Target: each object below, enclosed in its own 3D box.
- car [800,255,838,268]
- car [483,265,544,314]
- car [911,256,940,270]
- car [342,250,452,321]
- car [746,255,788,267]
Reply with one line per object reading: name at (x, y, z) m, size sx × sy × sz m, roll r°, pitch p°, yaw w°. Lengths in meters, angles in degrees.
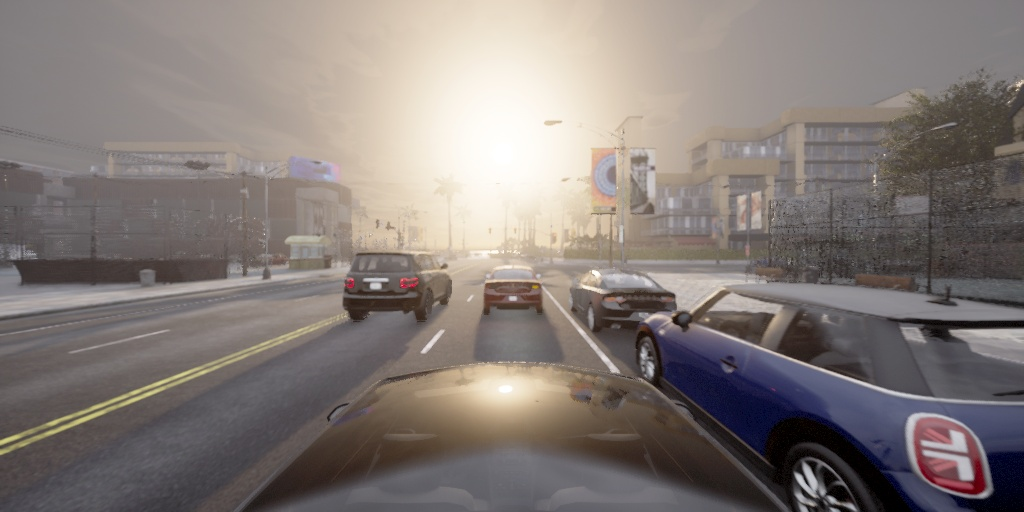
car at (35.593, 0.659, 41.238) m, size 5.008 × 1.535 × 1.882 m, roll 0°, pitch 1°, yaw 0°
car at (0.044, 1.068, 12.878) m, size 1.882 × 1.535 × 5.008 m, roll 0°, pitch 0°, yaw 0°
car at (45.118, 0.736, 37.765) m, size 4.892 × 1.490 × 1.837 m, roll 0°, pitch 1°, yaw -1°
car at (-3.463, 0.825, 11.842) m, size 2.150 × 2.045 × 5.566 m, roll 0°, pitch 1°, yaw 0°
car at (31.753, 0.657, 44.708) m, size 4.674 × 1.442 × 1.812 m, roll 0°, pitch 1°, yaw 0°
